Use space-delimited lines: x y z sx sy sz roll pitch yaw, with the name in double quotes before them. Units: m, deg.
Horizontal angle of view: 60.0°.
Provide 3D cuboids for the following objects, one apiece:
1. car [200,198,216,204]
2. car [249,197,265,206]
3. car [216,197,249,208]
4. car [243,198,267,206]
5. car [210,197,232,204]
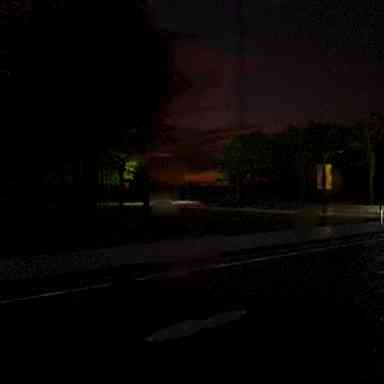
"car" 3.977 1.999 75.551 2.033 1.411 5.357 -1 0 -35
"car" 11.641 1.846 64.616 2.097 1.767 4.553 -1 0 -35
"car" 7.186 2.144 59.553 2.033 1.411 5.357 -1 0 -34
"car" 12.859 1.952 68.540 1.837 1.490 4.892 -1 0 -35
"car" 6.638 1.941 77.416 2.033 1.411 5.357 -1 0 -35
